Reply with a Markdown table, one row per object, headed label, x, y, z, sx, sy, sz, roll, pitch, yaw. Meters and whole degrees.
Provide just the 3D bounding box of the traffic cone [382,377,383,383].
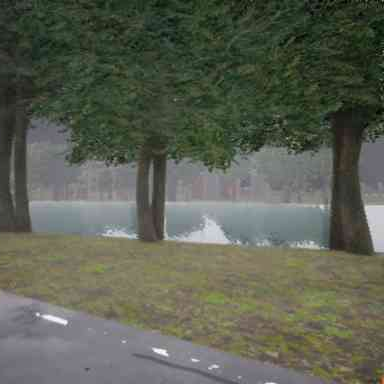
| label | x | y | z | sx | sy | sz | roll | pitch | yaw |
| --- | --- | --- | --- | --- | --- | --- | --- | --- | --- |
| traffic cone | 1.788 | 2.059 | 2.952 | 0.340 | 0.580 | 0.340 | 0 | -1 | 31 |
